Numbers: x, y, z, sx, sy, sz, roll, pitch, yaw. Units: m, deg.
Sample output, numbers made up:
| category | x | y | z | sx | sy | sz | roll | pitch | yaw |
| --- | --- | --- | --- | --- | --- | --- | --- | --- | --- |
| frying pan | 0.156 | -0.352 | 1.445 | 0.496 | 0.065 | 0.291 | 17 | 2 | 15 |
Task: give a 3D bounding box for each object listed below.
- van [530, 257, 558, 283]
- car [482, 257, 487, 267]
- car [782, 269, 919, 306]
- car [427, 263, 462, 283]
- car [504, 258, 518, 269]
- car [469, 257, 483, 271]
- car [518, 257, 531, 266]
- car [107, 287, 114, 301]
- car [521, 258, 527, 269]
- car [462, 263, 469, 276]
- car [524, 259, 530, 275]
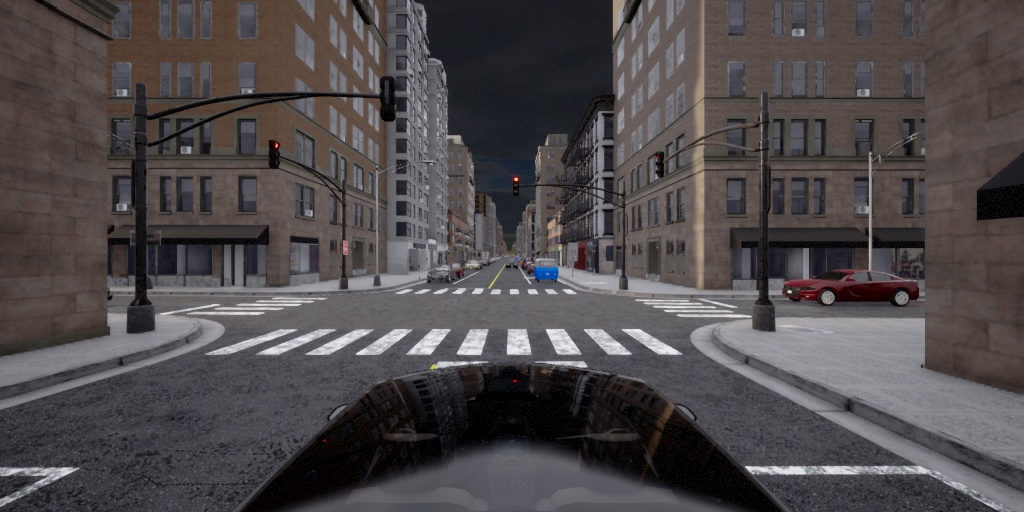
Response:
| category | x | y | z | sx | sy | sz | roll | pitch | yaw |
| --- | --- | --- | --- | --- | --- | --- | --- | --- | --- |
| van | 2.586 | 1.089 | 27.982 | 1.690 | 1.789 | 3.998 | 0 | 0 | 0 |
| car | -5.494 | 1.305 | 56.368 | 1.948 | 1.339 | 4.313 | 0 | 0 | 0 |
| car | 14.788 | 1.326 | 15.848 | 5.008 | 1.535 | 1.882 | 0 | 0 | 1 |
| car | -5.439 | 1.299 | 27.958 | 2.007 | 1.370 | 4.403 | 0 | 0 | 0 |
| car | -0.011 | 1.339 | 57.939 | 1.895 | 1.301 | 4.718 | 0 | 0 | 0 |
| car | -5.483 | 1.269 | 50.516 | 1.751 | 1.417 | 4.829 | 0 | 0 | 0 |
| car | 2.531 | 1.054 | 56.390 | 2.192 | 1.841 | 5.009 | 0 | 0 | 0 |
| car | -17.752 | 1.198 | 12.787 | 5.357 | 1.411 | 2.033 | 0 | 0 | 0 |
| car | 2.542 | 1.326 | 50.708 | 1.802 | 1.307 | 4.207 | 0 | 0 | 0 |
| car | -5.450 | 1.293 | 33.640 | 1.888 | 1.381 | 4.507 | 0 | 0 | 0 |
| car | 2.564 | 1.330 | 39.345 | 1.802 | 1.307 | 4.207 | 0 | 0 | 0 |
